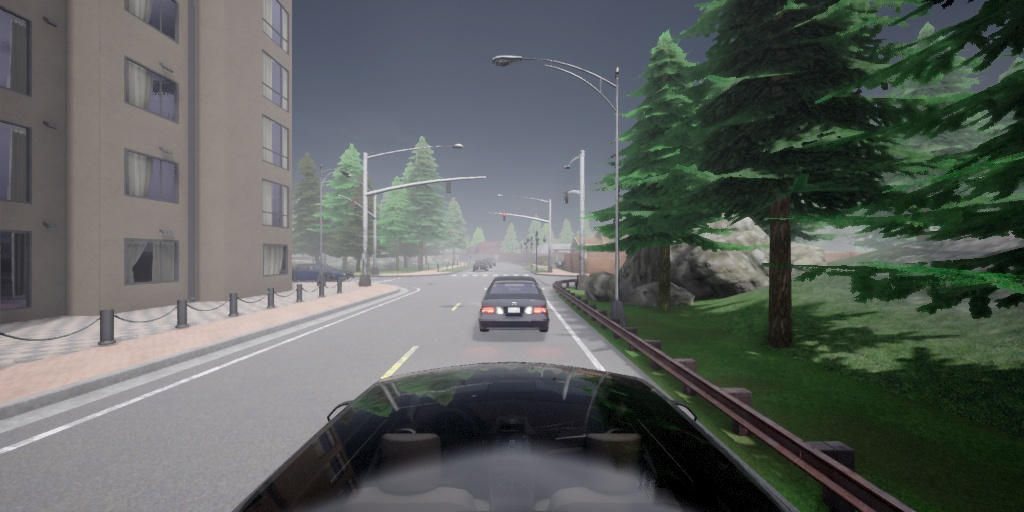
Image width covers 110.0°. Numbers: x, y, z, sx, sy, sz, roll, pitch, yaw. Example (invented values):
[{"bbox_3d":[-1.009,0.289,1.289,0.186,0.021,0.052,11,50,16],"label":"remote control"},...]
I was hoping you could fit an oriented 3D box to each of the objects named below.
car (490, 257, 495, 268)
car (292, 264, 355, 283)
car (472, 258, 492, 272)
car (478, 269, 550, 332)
[{"bbox_3d":[-4.058,1.226,56.694,1.837,1.490,4.892,0,0,0],"label":"car"},{"bbox_3d":[-14.863,1.282,27.182,5.357,1.411,2.033,0,0,1],"label":"car"},{"bbox_3d":[-3.999,1.225,46.360,1.837,1.490,4.892,0,0,0],"label":"car"},{"bbox_3d":[0.068,1.297,10.802,2.033,1.411,5.357,0,0,1],"label":"car"}]
